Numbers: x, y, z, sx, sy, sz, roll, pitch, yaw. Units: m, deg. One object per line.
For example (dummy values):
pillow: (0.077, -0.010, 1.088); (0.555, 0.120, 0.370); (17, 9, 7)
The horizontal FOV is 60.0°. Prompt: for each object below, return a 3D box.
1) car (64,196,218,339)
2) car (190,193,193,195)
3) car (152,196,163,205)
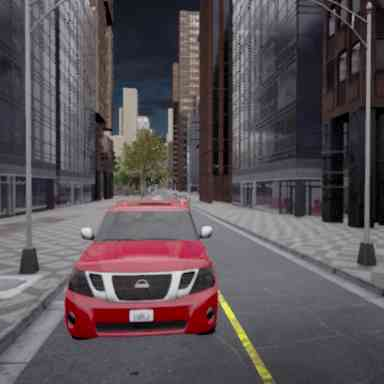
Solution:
car: (-0.895, 1.211, 6.971); (2.150, 2.045, 5.566); (0, 0, -5)
car: (-1.462, 1.258, 43.752); (2.097, 1.767, 4.553); (0, 0, -5)
car: (-6.049, 1.380, 58.505); (1.812, 1.442, 4.674); (0, 0, -6)
